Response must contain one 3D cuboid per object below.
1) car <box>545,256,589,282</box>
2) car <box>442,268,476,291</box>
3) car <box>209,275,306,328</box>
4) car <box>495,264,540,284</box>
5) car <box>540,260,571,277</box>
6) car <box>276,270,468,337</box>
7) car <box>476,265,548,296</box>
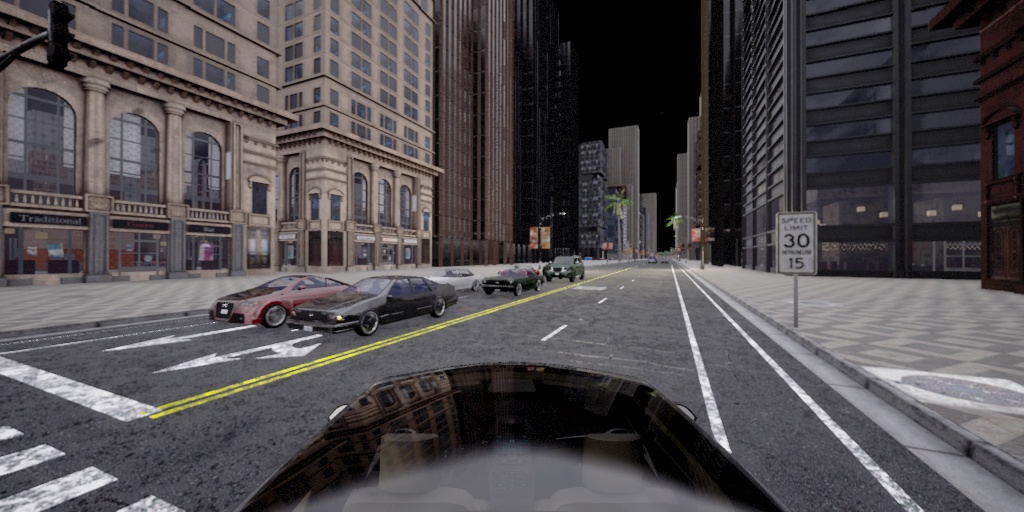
[{"bbox_3d":[4.463,0.996,29.371,2.150,2.045,5.566,0,0,23],"label":"car"},{"bbox_3d":[-3.424,1.362,19.494,1.895,1.301,4.718,0,0,24],"label":"car"},{"bbox_3d":[-6.939,1.318,11.468,1.994,1.385,4.181,0,0,24],"label":"car"},{"bbox_3d":[0.579,1.373,28.616,1.895,1.301,4.718,0,0,24],"label":"car"},{"bbox_3d":[4.713,1.263,37.947,1.882,1.535,5.008,0,0,24],"label":"car"},{"bbox_3d":[-3.690,1.302,10.796,2.033,1.411,5.357,0,0,24],"label":"car"},{"bbox_3d":[0.163,1.363,19.577,1.895,1.301,4.718,0,0,24],"label":"car"}]
